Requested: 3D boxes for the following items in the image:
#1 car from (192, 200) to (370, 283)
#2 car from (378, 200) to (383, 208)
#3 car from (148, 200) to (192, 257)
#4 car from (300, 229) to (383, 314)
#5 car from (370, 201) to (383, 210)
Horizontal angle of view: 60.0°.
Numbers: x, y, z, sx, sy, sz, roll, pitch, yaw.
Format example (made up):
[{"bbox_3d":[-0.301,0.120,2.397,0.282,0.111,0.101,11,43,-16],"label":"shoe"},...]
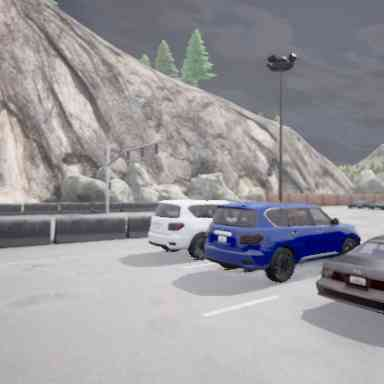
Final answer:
[{"bbox_3d":[2.937,1.325,10.212,5.566,2.045,2.150,0,0,-37],"label":"car"},{"bbox_3d":[35.632,2.162,59.992,4.718,1.301,1.895,1,0,-36],"label":"car"},{"bbox_3d":[0.978,1.326,13.111,5.566,2.045,2.150,0,0,-36],"label":"car"},{"bbox_3d":[4.979,1.648,7.371,5.357,1.411,2.033,1,0,-36],"label":"car"},{"bbox_3d":[29.516,2.036,51.323,5.357,1.411,2.033,1,0,-36],"label":"car"}]
